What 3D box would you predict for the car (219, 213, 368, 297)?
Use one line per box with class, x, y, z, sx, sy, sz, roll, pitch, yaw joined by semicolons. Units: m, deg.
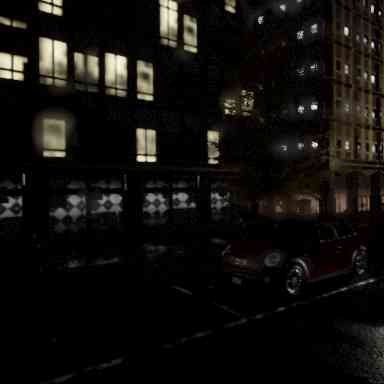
car;2.606;1.403;8.431;4.097;1.590;1.967;0;0;-36
